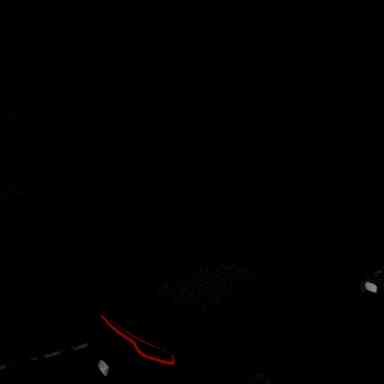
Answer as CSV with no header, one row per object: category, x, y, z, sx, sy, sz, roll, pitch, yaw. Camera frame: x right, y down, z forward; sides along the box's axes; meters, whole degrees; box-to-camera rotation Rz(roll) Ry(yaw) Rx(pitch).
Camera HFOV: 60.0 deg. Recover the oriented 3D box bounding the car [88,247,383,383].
car,1.183,1.517,4.578,5.008,1.535,1.882,1,0,-35
